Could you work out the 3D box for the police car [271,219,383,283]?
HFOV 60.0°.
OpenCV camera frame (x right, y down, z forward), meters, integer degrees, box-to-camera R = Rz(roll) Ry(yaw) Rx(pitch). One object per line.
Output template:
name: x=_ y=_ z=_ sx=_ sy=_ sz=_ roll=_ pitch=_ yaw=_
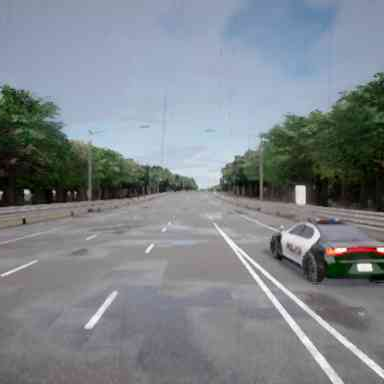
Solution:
police car: x=3.870 y=1.574 z=10.068 sx=2.038 sy=1.542 sz=4.974 roll=0 pitch=0 yaw=-3
